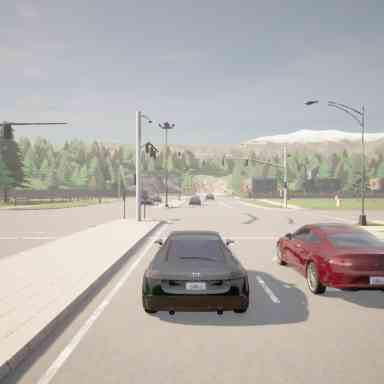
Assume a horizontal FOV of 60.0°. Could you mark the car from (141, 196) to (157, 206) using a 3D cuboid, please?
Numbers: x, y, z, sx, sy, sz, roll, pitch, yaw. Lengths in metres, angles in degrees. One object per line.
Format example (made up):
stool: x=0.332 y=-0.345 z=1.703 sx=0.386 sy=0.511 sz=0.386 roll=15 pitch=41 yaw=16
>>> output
car: x=-7.580 y=1.547 z=56.732 sx=2.033 sy=1.411 sz=5.357 roll=0 pitch=0 yaw=1

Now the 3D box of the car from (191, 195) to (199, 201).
car: x=0.856 y=1.428 z=82.108 sx=1.895 sy=1.301 sz=4.718 roll=0 pitch=0 yaw=1

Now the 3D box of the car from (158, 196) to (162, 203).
car: x=-7.324 y=1.564 z=69.166 sx=1.994 sy=1.385 sz=4.181 roll=0 pitch=0 yaw=1

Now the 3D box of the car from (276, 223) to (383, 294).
car: x=3.556 y=1.526 z=8.651 sx=1.812 sy=1.442 sz=4.674 roll=0 pitch=0 yaw=0

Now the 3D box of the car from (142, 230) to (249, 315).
car: x=0.058 y=1.564 z=7.649 sx=1.994 sy=1.385 sz=4.181 roll=0 pitch=0 yaw=0

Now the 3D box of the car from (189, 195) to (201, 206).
car: x=0.505 y=1.563 z=56.652 sx=1.994 sy=1.385 sz=4.181 roll=0 pitch=0 yaw=1

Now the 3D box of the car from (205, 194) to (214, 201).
car: x=4.355 y=1.188 z=82.002 sx=2.097 sy=1.767 sz=4.553 roll=0 pitch=0 yaw=1
